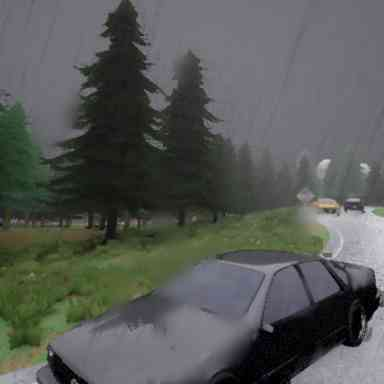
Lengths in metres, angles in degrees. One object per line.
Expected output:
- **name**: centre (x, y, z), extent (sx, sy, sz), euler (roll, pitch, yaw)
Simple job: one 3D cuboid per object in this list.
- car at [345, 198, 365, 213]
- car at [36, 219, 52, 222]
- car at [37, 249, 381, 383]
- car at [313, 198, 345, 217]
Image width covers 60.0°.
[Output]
- **car**: centre (17.906, 1.380, 36.726), extent (1.882, 1.535, 5.008), euler (1, 1, 25)
- **car**: centre (-37.182, 7.032, 82.735), extent (4.193, 1.474, 1.816), euler (5, 2, -21)
- **car**: centre (0.873, 1.589, 4.664), extent (5.357, 1.411, 2.033), euler (0, 0, -43)
- **car**: centre (12.330, 1.322, 30.552), extent (1.882, 1.535, 5.008), euler (2, 1, 14)
